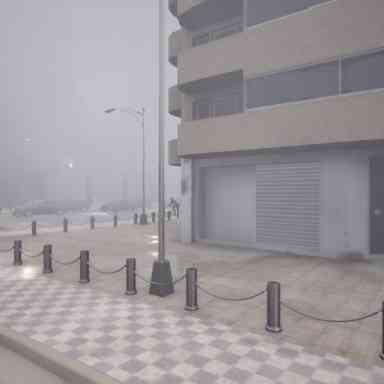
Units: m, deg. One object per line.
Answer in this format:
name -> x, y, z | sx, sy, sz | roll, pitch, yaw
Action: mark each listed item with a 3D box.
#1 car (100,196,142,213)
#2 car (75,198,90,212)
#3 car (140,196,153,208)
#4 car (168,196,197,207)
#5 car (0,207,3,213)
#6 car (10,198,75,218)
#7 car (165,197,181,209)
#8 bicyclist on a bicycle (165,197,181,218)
car -> -7.972, 1.503, 36.262 | 1.994, 1.385, 4.181 | 0, 0, 36
car -> -13.100, 1.443, 35.149 | 1.837, 1.490, 4.892 | 0, 0, 36
car -> -7.236, 1.290, 43.234 | 2.097, 1.767, 4.553 | 0, 0, 36
car -> -1.382, 1.443, 51.286 | 1.837, 1.490, 4.892 | 0, 0, 36
car -> -18.580, 1.539, 27.608 | 1.895, 1.301, 4.718 | 0, 0, 36
car -> -13.203, 1.430, 29.043 | 2.128, 1.511, 4.902 | 0, 0, 36
car -> -2.118, 1.503, 44.334 | 1.994, 1.385, 4.181 | 0, 0, 36
bicyclist on a bicycle -> -1.502, 1.242, 26.473 | 1.656, 1.620, 0.582 | 0, 0, 36
